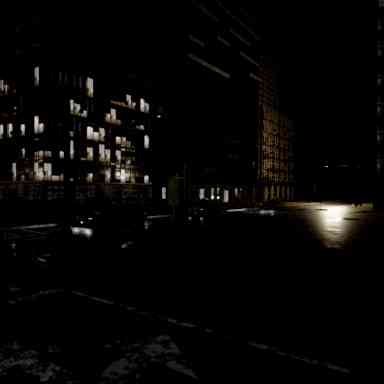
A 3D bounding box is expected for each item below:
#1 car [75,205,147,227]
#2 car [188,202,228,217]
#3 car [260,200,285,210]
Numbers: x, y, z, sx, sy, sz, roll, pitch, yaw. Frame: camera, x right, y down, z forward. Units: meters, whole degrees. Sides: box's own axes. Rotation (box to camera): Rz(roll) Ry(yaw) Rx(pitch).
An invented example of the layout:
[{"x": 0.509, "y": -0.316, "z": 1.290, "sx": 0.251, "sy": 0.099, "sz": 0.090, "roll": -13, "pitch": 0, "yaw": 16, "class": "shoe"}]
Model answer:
[{"x": -5.624, "y": 1.612, "z": 23.881, "sx": 2.033, "sy": 1.411, "sz": 5.357, "roll": 1, "pitch": 0, "yaw": 37, "class": "car"}, {"x": 1.630, "y": 1.720, "z": 33.618, "sx": 1.895, "sy": 1.301, "sz": 4.718, "roll": 1, "pitch": 0, "yaw": 37, "class": "car"}, {"x": 11.345, "y": 1.793, "z": 46.576, "sx": 1.895, "sy": 1.301, "sz": 4.718, "roll": 1, "pitch": 0, "yaw": 37, "class": "car"}]
